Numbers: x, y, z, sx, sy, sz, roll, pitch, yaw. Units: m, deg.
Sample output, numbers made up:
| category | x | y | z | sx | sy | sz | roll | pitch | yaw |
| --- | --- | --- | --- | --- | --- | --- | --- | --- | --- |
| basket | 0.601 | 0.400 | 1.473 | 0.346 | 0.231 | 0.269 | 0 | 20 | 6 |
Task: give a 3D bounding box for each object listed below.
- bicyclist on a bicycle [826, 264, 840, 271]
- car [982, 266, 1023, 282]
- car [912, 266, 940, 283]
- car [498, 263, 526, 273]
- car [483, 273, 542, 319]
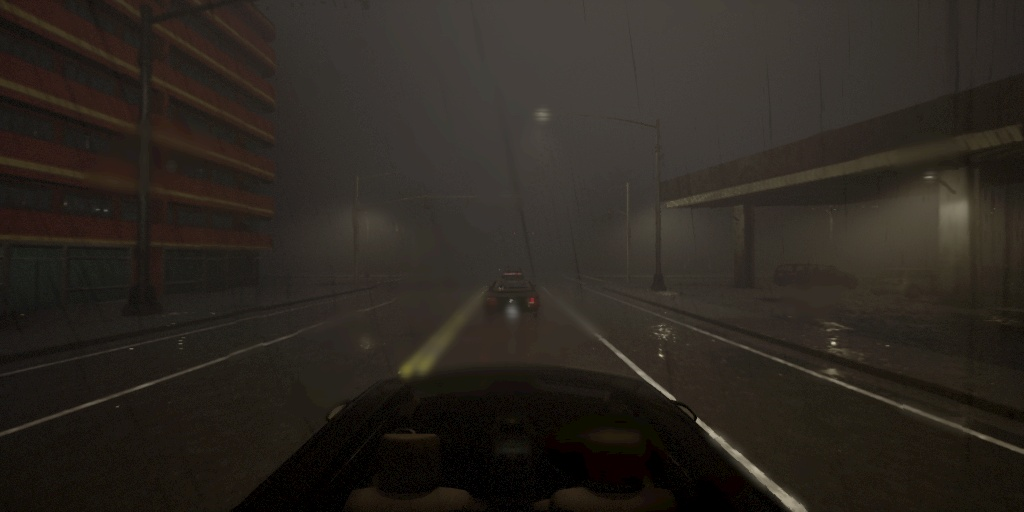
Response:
| category | x | y | z | sx | sy | sz | roll | pitch | yaw |
| --- | --- | --- | --- | --- | --- | --- | --- | --- | --- |
| bicyclist on a bicycle | 25.993 | 1.476 | 29.214 | 0.582 | 1.620 | 1.656 | 0 | -10 | 18 |
| car | 45.197 | 1.632 | 33.355 | 4.902 | 1.511 | 2.128 | 0 | -1 | 1 |
| car | 45.254 | 1.731 | 36.854 | 5.357 | 1.411 | 2.033 | 0 | -1 | 1 |
| car | 0.061 | 1.580 | 29.159 | 2.128 | 1.511 | 4.902 | 0 | -1 | 1 |
| car | 0.042 | 1.497 | 13.549 | 1.895 | 1.301 | 4.718 | 0 | -1 | 1 |
